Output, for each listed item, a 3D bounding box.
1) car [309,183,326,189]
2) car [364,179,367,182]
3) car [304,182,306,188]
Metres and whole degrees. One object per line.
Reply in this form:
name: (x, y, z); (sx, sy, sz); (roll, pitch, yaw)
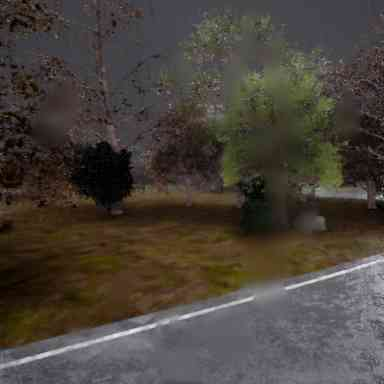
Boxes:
car: (27.132, -1.426, 71.127); (1.895, 1.301, 4.718); (-2, 4, 35)
car: (40.876, -2.919, 78.603); (4.718, 1.301, 1.895); (-4, 3, -2)
car: (26.445, -1.859, 75.376); (2.097, 1.767, 4.553); (-1, 5, 45)
